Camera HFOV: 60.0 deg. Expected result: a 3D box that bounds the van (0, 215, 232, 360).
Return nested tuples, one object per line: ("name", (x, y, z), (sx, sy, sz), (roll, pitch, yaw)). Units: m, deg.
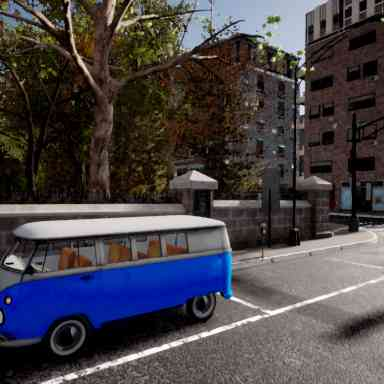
("van", (-1.154, 1.342, 5.677), (3.998, 1.788, 1.690), (0, 1, -36))
